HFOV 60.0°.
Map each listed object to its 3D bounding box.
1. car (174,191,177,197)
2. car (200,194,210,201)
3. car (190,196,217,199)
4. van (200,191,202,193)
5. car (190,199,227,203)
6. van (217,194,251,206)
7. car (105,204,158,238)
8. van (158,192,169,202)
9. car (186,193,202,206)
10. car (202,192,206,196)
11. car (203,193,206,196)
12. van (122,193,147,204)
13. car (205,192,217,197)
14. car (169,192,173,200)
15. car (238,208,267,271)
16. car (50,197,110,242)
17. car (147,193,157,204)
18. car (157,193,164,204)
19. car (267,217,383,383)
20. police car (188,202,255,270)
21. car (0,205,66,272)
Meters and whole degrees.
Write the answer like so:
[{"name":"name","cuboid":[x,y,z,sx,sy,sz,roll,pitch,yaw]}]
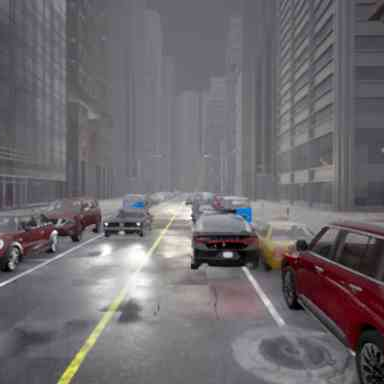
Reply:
[{"name":"car","cuboid":[-5.730,0.961,88.623,1.752,1.417,4.829,0,0,0]},{"name":"car","cuboid":[2.790,1.102,71.971,1.947,1.339,4.313,0,0,0]},{"name":"car","cuboid":[0.910,1.349,26.833,1.812,1.442,4.674,0,0,0]},{"name":"van","cuboid":[2.786,0.948,60.751,1.690,1.788,3.998,0,0,0]},{"name":"car","cuboid":[0.908,1.388,20.833,1.812,1.442,4.674,0,0,0]},{"name":"van","cuboid":[2.771,1.199,21.488,1.690,1.788,3.998,0,0,0]},{"name":"car","cuboid":[-3.094,1.488,16.931,1.895,1.301,4.718,0,0,0]},{"name":"van","cuboid":[-5.740,0.947,60.746,1.690,1.788,3.998,0,0,0]},{"name":"car","cuboid":[0.024,1.241,47.095,2.033,1.411,5.357,0,0,0]},{"name":"car","cuboid":[2.781,1.117,49.533,1.967,1.590,4.097,0,0,0]},{"name":"car","cuboid":[2.779,1.258,43.925,1.887,1.381,4.507,0,0,0]},{"name":"van","cuboid":[-5.750,1.126,32.699,1.690,1.788,3.998,0,0,0]},{"name":"car","cuboid":[2.775,1.100,32.706,2.192,1.841,5.009,0,0,0]},{"name":"car","cuboid":[-5.735,0.976,71.965,1.967,1.590,4.097,0,0,0]},{"name":"car","cuboid":[2.767,1.455,10.441,1.752,1.417,4.829,0,0,0]},{"name":"car","cuboid":[-5.756,1.209,15.870,2.192,1.841,5.009,0,0,0]},{"name":"car","cuboid":[-5.748,1.064,38.308,2.192,1.841,5.009,0,0,0]},{"name":"car","cuboid":[-5.744,1.228,49.528,2.008,1.369,4.403,0,0,0]},{"name":"car","cuboid":[2.765,1.283,4.661,2.192,1.841,5.009,0,0,0]},{"name":"police car","cuboid":[0.904,1.353,10.943,1.930,1.638,5.238,0,0,0]},{"name":"car","cuboid":[-5.758,1.371,10.262,1.967,1.590,4.097,0,0,0]}]
